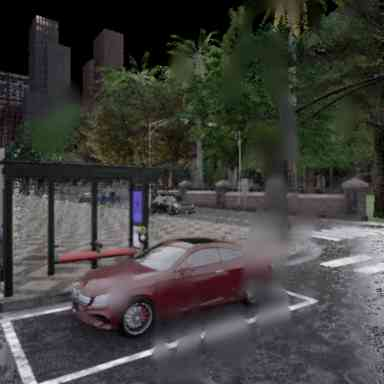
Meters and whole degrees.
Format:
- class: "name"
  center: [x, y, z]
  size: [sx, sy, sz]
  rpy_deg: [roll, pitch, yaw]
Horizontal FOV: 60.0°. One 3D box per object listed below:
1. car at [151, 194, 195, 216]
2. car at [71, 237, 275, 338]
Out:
- class: "car"
  center: [-1.696, 1.020, 28.397]
  size: [2.097, 1.767, 4.553]
  rpy_deg: [0, 1, -35]
- class: "car"
  center: [-0.152, 1.594, 6.544]
  size: [4.206, 1.307, 1.802]
  rpy_deg: [0, 0, -36]
